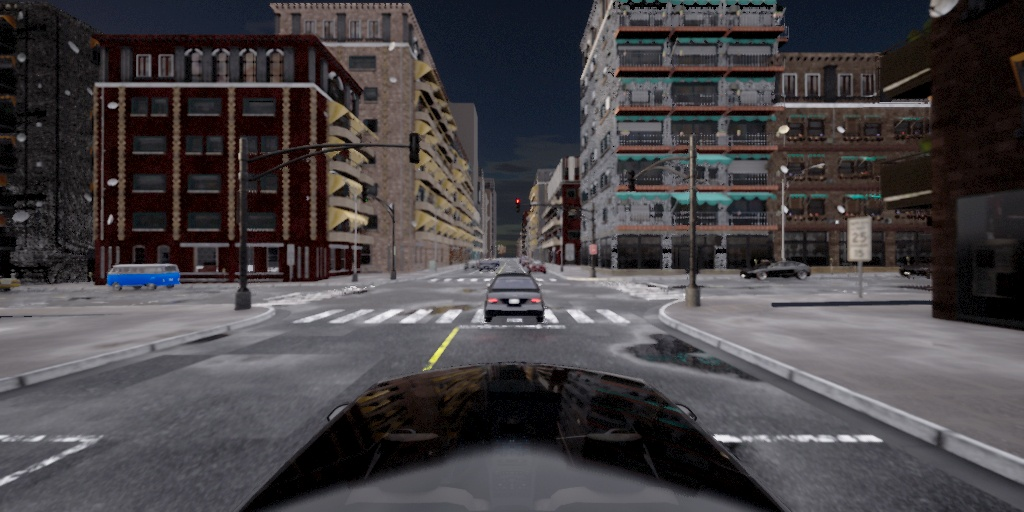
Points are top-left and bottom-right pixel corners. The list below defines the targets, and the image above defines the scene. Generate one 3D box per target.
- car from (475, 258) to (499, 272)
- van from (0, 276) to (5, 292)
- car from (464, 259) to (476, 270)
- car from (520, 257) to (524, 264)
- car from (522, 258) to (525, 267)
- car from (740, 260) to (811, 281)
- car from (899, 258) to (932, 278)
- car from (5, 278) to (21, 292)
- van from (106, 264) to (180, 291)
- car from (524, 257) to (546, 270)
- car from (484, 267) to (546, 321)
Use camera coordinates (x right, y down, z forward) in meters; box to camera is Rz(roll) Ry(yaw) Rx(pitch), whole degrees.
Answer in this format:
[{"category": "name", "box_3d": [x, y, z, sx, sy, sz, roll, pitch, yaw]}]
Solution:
[{"category": "car", "box_3d": [-3.093, 1.234, 45.031, 1.994, 1.385, 4.181, 0, 0, 0]}, {"category": "van", "box_3d": [-5.803, 1.091, 1.490, 1.690, 1.789, 3.998, 0, 0, 0]}, {"category": "car", "box_3d": [-5.694, 1.211, 50.454, 2.007, 1.370, 4.403, 0, 0, 0]}, {"category": "car", "box_3d": [2.687, 1.225, 61.523, 1.802, 1.307, 4.207, 0, 0, 0]}, {"category": "car", "box_3d": [2.687, 1.221, 44.920, 2.007, 1.370, 4.403, 0, 0, 0]}, {"category": "car", "box_3d": [18.267, 0.967, 24.947, 4.313, 1.339, 1.948, 0, 0, 0]}, {"category": "car", "box_3d": [29.593, 0.786, 24.875, 4.313, 1.339, 1.948, 0, 0, 0]}, {"category": "car", "box_3d": [-36.823, 1.821, 24.514, 4.829, 1.417, 1.751, 0, 0, 0]}, {"category": "van", "box_3d": [-25.370, 1.452, 24.740, 3.998, 1.789, 1.690, 0, 0, 0]}, {"category": "car", "box_3d": [2.687, 1.120, 39.386, 1.967, 1.591, 4.097, 0, 0, 0]}, {"category": "car", "box_3d": [0.073, 1.277, 12.299, 2.033, 1.411, 5.357, 0, 0, 0]}]
